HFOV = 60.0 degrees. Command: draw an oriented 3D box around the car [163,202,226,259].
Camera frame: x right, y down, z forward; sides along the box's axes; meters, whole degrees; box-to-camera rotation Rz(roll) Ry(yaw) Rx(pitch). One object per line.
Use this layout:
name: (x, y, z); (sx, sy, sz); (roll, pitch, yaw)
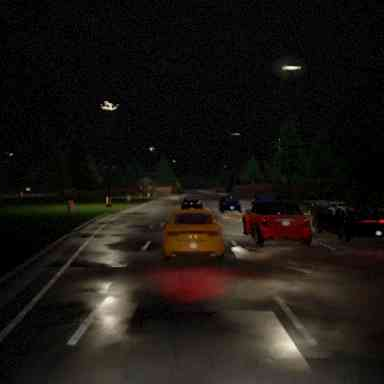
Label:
car: (0.044, 1.340, 11.981); (1.882, 1.535, 5.008); (0, 1, 0)

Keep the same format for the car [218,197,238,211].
car: (3.480, 1.164, 31.210); (1.812, 1.442, 4.674); (0, 1, 0)

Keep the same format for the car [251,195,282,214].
car: (6.979, 1.104, 31.783); (1.882, 1.535, 5.008); (0, 1, 0)

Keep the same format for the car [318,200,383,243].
car: (7.042, 1.309, 14.961); (2.128, 1.511, 4.902); (0, 1, 0)

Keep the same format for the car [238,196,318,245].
car: (3.542, 1.179, 14.661); (2.097, 1.767, 4.553); (0, 1, 0)

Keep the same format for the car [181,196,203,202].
car: (-0.019, 1.147, 30.185); (2.128, 1.511, 4.902); (0, 1, 0)
